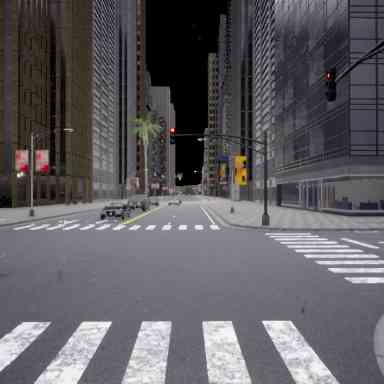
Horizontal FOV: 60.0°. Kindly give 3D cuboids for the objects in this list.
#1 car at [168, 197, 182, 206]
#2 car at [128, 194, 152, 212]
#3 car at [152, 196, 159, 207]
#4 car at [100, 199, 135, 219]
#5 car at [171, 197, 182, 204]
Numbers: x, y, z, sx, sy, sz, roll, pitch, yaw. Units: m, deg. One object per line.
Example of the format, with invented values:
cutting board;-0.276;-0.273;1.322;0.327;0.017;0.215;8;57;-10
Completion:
car;-3.244;1.781;59.890;1.895;1.301;4.718;0;0;0
car;-6.662;1.326;41.360;2.150;2.045;5.566;0;0;0
car;-6.656;1.511;55.178;2.097;1.767;4.553;0;0;0
car;-6.643;1.627;29.219;1.994;1.385;4.181;0;0;0
car;-3.259;1.788;69.786;1.994;1.385;4.181;0;0;0
